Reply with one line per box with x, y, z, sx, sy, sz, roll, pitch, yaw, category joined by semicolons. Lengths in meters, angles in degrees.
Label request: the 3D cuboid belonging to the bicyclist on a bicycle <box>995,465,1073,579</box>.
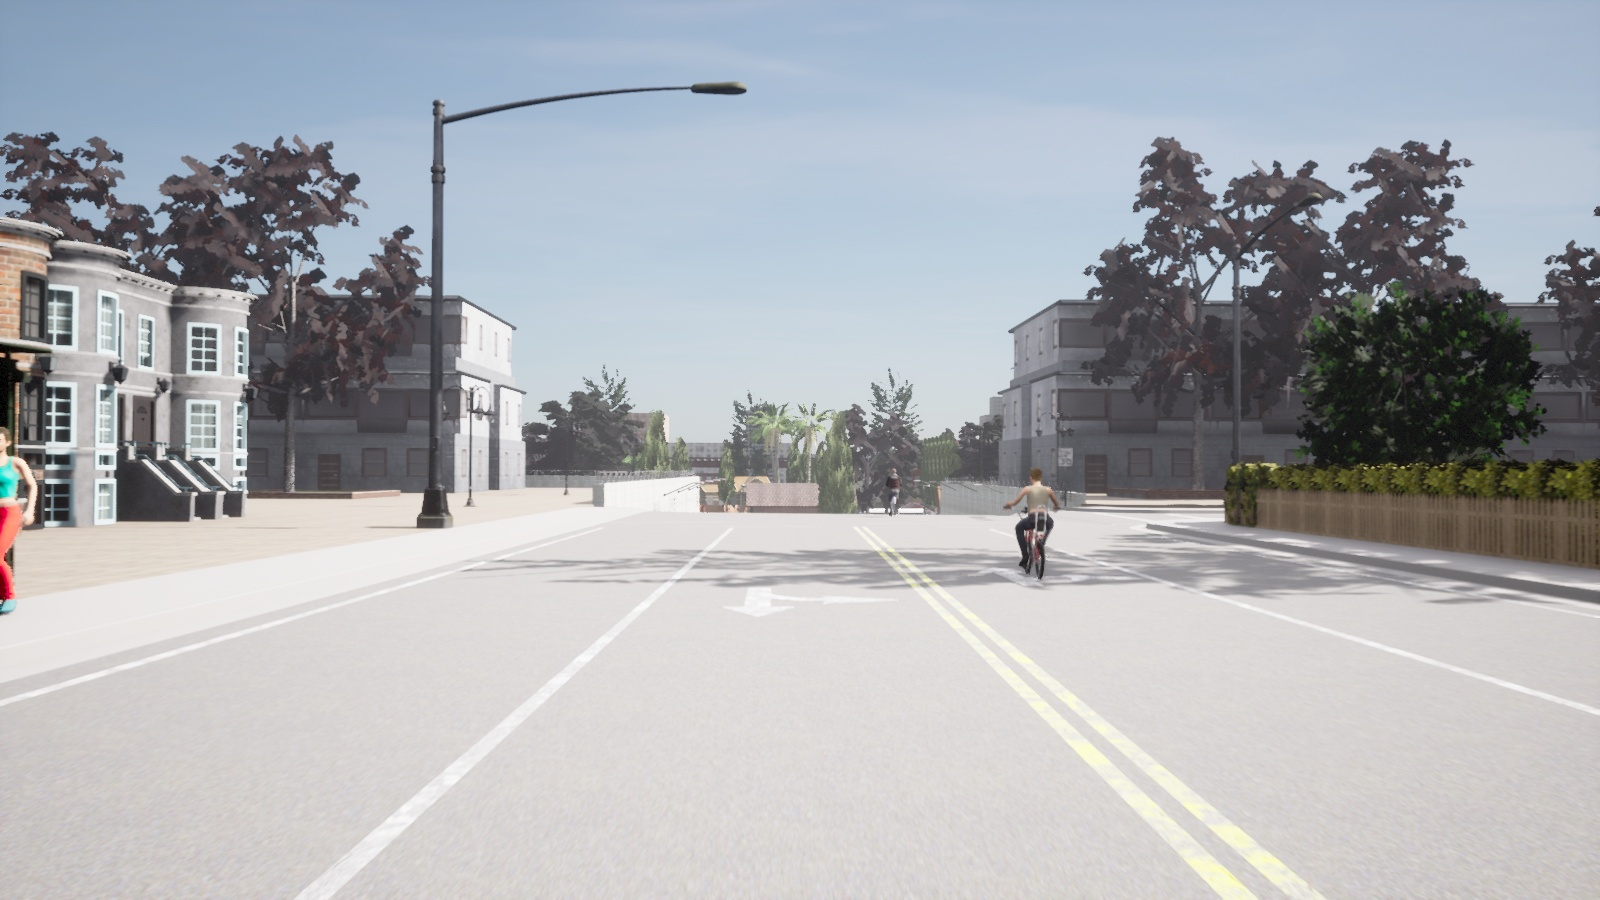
3.453;1.045;18.679;0.866;1.612;1.509;1;-1;0;bicyclist on a bicycle

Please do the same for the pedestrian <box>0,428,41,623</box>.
-7.679;0.712;12.120;0.345;1.836;0.594;0;-1;-2;pedestrian
